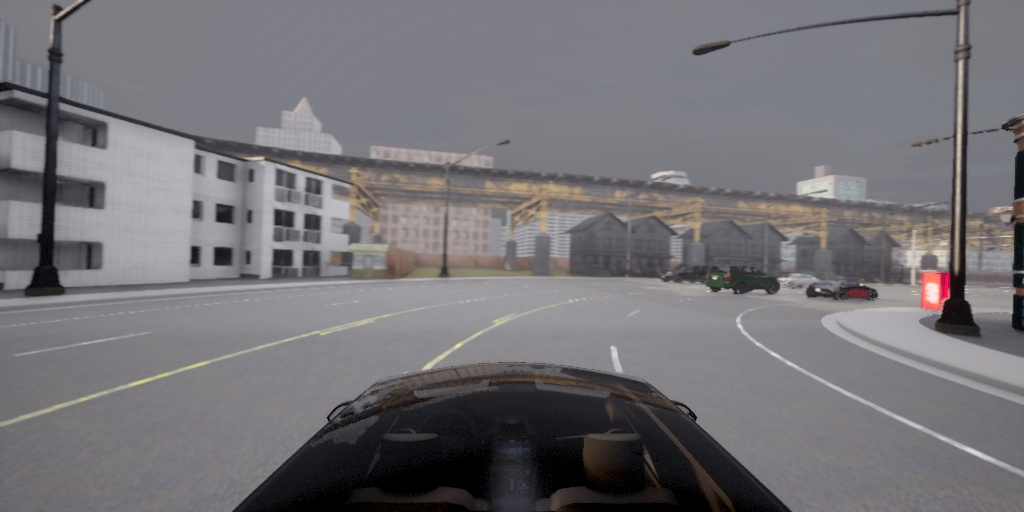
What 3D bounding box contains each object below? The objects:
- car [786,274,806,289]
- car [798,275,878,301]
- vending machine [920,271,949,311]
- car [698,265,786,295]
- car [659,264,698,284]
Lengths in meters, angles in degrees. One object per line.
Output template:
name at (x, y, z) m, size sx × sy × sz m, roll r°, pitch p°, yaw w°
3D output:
car at (28.493, 2.494, 35.963) m, size 4.674 × 1.442 × 1.812 m, roll 2°, pitch -1°, yaw -11°
car at (21.635, 2.203, 23.571) m, size 4.181 × 1.385 × 1.994 m, roll 2°, pitch -1°, yaw -14°
vending machine at (21.089, 1.766, 17.726) m, size 0.880 × 2.100 × 1.100 m, roll 0°, pitch 0°, yaw -15°
car at (16.751, 1.725, 26.119) m, size 5.566 × 2.045 × 2.150 m, roll 2°, pitch -1°, yaw -20°
car at (18.177, 1.869, 37.411) m, size 5.566 × 2.045 × 2.150 m, roll 2°, pitch -1°, yaw -14°
